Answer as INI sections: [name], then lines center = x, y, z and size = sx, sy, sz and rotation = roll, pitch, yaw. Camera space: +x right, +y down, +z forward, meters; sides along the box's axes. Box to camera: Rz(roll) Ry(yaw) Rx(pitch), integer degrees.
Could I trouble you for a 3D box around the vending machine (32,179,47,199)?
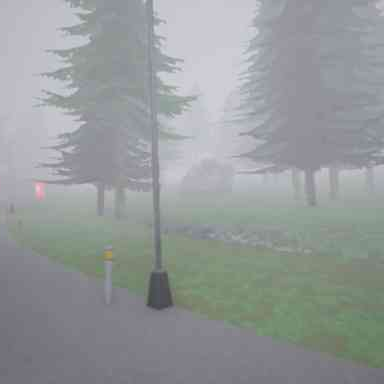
[vending machine]
center = -17.253, -0.370, 37.578
size = 1.100, 2.100, 0.880
rotation = -7, -1, -7
